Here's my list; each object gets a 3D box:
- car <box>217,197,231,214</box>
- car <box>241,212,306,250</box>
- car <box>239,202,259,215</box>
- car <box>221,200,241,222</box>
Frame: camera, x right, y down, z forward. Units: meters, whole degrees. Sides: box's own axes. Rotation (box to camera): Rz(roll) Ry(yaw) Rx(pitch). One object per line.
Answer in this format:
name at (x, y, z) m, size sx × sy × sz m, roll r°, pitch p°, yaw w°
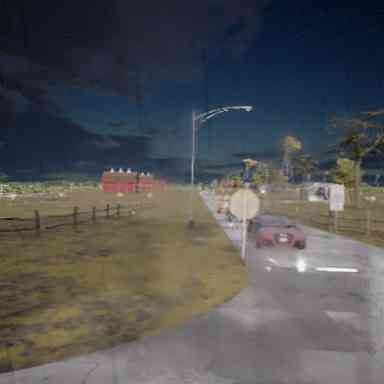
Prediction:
car at (4.350, 1.678, 42.621) m, size 2.150 × 2.045 × 5.566 m, roll 1°, pitch -1°, yaw 2°
car at (3.617, 1.693, 14.947) m, size 1.994 × 1.385 × 4.181 m, roll 1°, pitch 0°, yaw 1°
car at (7.232, 2.092, 42.626) m, size 1.994 × 1.385 × 4.181 m, roll 1°, pitch -1°, yaw 1°
car at (3.955, 1.759, 28.668) m, size 2.128 × 1.511 × 4.902 m, roll 1°, pitch -1°, yaw 1°
